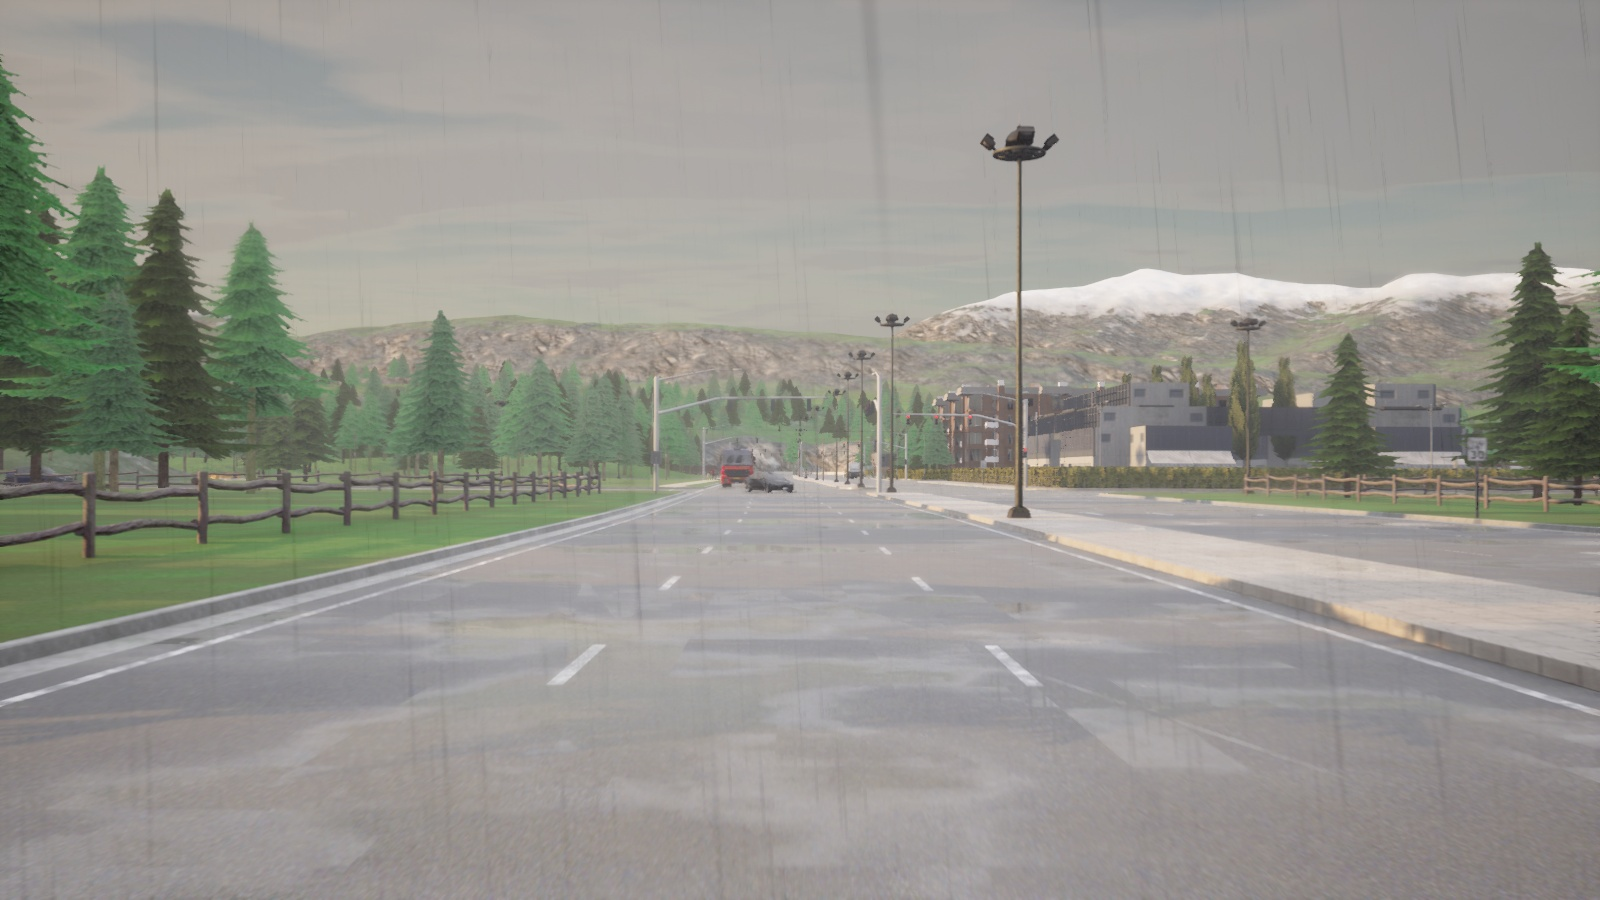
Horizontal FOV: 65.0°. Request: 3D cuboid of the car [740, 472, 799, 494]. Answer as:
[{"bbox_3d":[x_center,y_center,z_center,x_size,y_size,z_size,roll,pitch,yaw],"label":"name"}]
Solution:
[{"bbox_3d":[-2.184,2.314,89.051,2.163,1.488,4.792,0,-1,-30],"label":"car"}]
